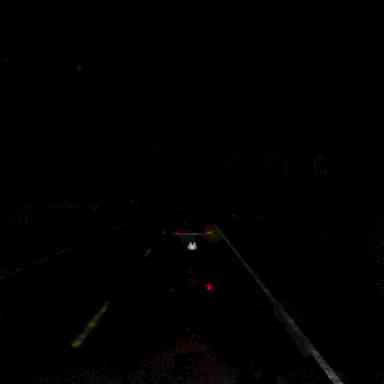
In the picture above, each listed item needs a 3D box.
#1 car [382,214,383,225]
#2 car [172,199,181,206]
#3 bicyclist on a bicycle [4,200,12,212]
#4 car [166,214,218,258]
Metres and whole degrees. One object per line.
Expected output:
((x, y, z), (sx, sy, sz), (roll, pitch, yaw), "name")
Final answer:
((13.895, 1.619, 20.528), (3.633, 1.501, 1.845), (0, -1, 0), "car")
((-3.467, 2.346, 73.701), (2.128, 1.511, 4.902), (0, -1, 0), "car")
((-22.957, 1.779, 41.516), (0.582, 1.620, 1.656), (0, 0, -1), "bicyclist on a bicycle")
((0.030, 1.644, 13.483), (2.128, 1.511, 4.902), (0, 0, 1), "car")
